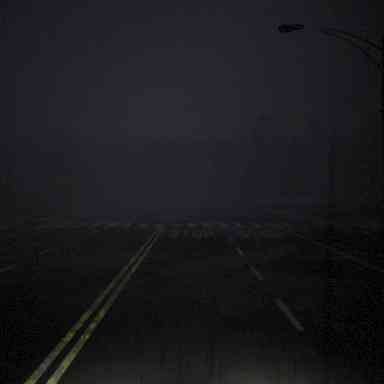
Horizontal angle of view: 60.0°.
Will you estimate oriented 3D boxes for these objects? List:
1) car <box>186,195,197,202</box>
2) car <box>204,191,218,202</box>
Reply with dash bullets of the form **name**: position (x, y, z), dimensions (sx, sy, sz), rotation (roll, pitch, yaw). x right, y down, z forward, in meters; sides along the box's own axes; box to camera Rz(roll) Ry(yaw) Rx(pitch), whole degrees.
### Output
- **car**: position (-0.085, 1.151, 60.432), dimensions (1.895, 1.301, 4.718), rotation (0, 0, 0)
- **car**: position (3.415, 0.771, 60.435), dimensions (2.150, 2.045, 5.566), rotation (0, 0, 0)
